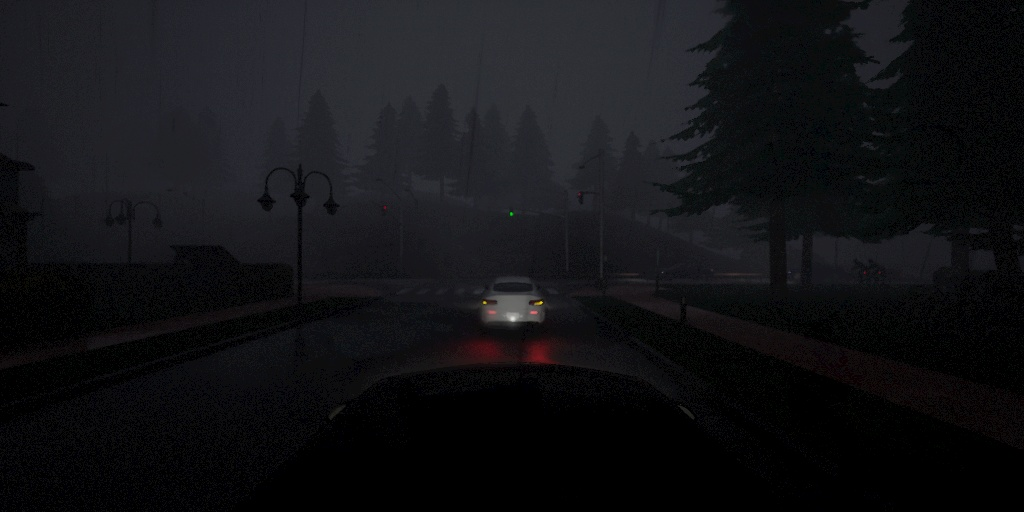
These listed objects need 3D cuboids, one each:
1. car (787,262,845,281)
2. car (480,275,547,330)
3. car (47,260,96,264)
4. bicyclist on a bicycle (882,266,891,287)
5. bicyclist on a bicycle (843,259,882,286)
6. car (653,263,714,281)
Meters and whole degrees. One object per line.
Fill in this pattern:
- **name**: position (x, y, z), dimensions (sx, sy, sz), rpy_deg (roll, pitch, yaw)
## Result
- **car**: position (24.415, 1.230, 29.551), dimensions (5.008, 1.535, 1.882), rpy_deg (0, 0, 0)
- **car**: position (0.031, 1.332, 11.283), dimensions (1.812, 1.442, 4.674), rpy_deg (0, 0, 0)
- **car**: position (-30.739, 1.084, 25.573), dimensions (4.553, 1.767, 2.097), rpy_deg (0, 0, 0)
- **bicyclist on a bicycle**: position (21.802, 1.010, 21.609), dimensions (0.582, 1.620, 1.656), rpy_deg (0, 0, -14)
- **bicyclist on a bicycle**: position (21.155, 1.010, 21.869), dimensions (0.582, 1.620, 1.656), rpy_deg (0, -1, -16)
- **car**: position (14.093, 1.278, 29.525), dimensions (4.674, 1.442, 1.812), rpy_deg (0, 0, -1)
